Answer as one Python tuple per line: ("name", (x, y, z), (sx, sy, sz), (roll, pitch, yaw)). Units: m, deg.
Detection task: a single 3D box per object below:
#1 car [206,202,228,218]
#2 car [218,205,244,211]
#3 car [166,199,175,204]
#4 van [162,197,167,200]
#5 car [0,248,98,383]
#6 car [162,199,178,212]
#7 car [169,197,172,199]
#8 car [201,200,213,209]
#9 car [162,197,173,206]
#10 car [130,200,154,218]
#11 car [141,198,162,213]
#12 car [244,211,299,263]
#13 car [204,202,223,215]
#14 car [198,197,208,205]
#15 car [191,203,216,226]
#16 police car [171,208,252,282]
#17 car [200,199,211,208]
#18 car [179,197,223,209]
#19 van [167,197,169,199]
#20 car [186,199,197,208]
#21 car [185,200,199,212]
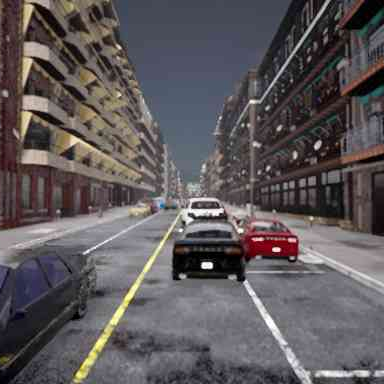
("car", (2.559, 1.843, 34.486), (1.887, 1.381, 4.507), (1, -1, 0))
("car", (2.573, 1.674, 18.067), (1.752, 1.417, 4.829), (1, -1, 0))
("car", (-5.360, 2.396, 84.315), (1.947, 1.339, 4.313), (1, -1, 0))
("van", (-5.328, 1.801, 51.135), (1.690, 1.788, 3.998), (2, -1, 0))
("car", (-2.850, 1.585, 4.704), (2.033, 1.411, 5.357), (0, 0, 0))
("car", (-2.878, 2.008, 45.832), (1.895, 1.301, 4.718), (0, -1, 0))
("car", (-5.341, 1.954, 67.727), (2.192, 1.841, 5.009), (1, -1, 0))
("car", (2.543, 2.062, 56.609), (1.887, 1.381, 4.507), (1, -1, 0))
("car", (-5.345, 2.016, 73.256), (2.192, 1.841, 5.009), (1, -1, 0))
("car", (-5.320, 1.823, 34.373), (1.752, 1.417, 4.829), (2, -1, 0))
("car", (-5.319, 1.666, 40.077), (2.192, 1.841, 5.009), (2, -1, 0))
("car", (2.576, 1.645, 12.365), (1.887, 1.381, 4.507), (1, 0, 0))
("car", (2.555, 1.901, 40.017), (2.008, 1.369, 4.403), (1, -1, 0))
("car", (2.497, 2.078, 78.733), (2.192, 1.841, 5.009), (1, -1, 0))
("car", (0.807, 1.676, 26.226), (1.801, 1.575, 5.366), (0, -1, 0))
("police car", (0.566, 1.508, 10.217), (1.930, 1.638, 5.238), (0, -1, 5))
("car", (2.538, 2.122, 62.138), (1.887, 1.381, 4.507), (1, -1, 0))
("car", (0.558, 1.389, 20.006), (2.150, 2.045, 5.566), (0, 0, -4))
("van", (-5.333, 1.860, 56.666), (1.690, 1.788, 3.998), (1, -1, 0))
("car", (-0.045, 2.049, 61.578), (1.882, 1.535, 5.008), (0, -1, 0))
("car", (-0.031, 1.921, 46.803), (1.837, 1.490, 4.892), (0, -1, 0))
